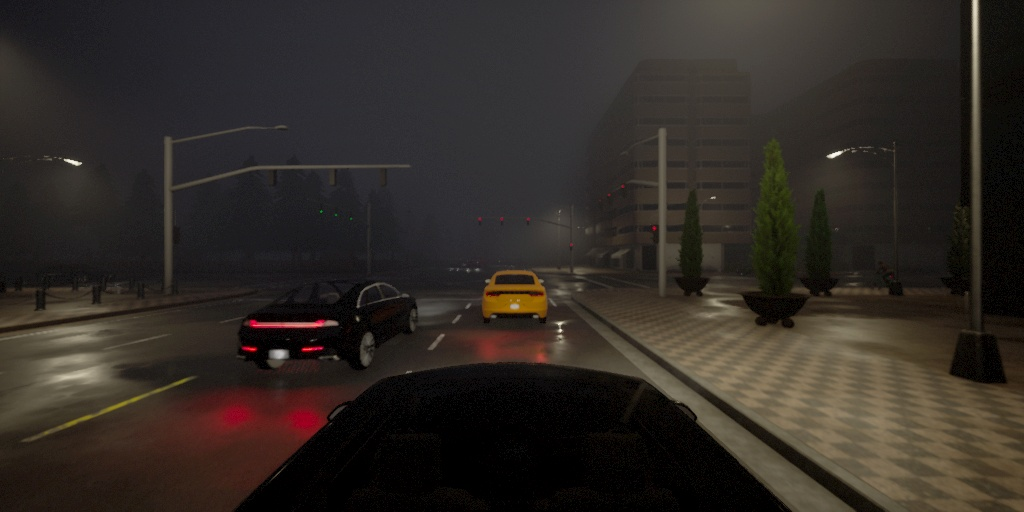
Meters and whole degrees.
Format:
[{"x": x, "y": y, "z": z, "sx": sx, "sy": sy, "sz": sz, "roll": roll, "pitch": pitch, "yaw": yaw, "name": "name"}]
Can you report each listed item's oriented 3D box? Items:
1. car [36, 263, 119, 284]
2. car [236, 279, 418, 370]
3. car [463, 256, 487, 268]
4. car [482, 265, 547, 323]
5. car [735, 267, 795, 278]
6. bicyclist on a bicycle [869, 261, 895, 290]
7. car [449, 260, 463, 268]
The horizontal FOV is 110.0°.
[{"x": -33.259, "y": 1.322, "z": 27.489, "sx": 4.892, "sy": 1.490, "sz": 1.837, "roll": 0, "pitch": 0, "yaw": 0, "name": "car"}, {"x": -3.433, "y": 1.244, "z": 7.729, "sx": 2.128, "sy": 1.511, "sz": 4.902, "roll": 0, "pitch": 0, "yaw": 0, "name": "car"}, {"x": -5.794, "y": 0.998, "z": 59.987, "sx": 2.150, "sy": 2.045, "sz": 5.566, "roll": 0, "pitch": 0, "yaw": 14, "name": "car"}, {"x": 0.084, "y": 1.233, "z": 12.203, "sx": 1.882, "sy": 1.535, "sz": 5.008, "roll": 0, "pitch": 0, "yaw": 0, "name": "car"}, {"x": 24.600, "y": 1.421, "z": 34.998, "sx": 4.718, "sy": 1.301, "sz": 1.895, "roll": 0, "pitch": 0, "yaw": 0, "name": "car"}, {"x": 20.245, "y": 1.114, "z": 19.492, "sx": 0.582, "sy": 1.620, "sz": 1.656, "roll": 0, "pitch": 0, "yaw": 0, "name": "bicyclist on a bicycle"}, {"x": -8.992, "y": 1.326, "z": 61.832, "sx": 2.033, "sy": 1.411, "sz": 5.357, "roll": 0, "pitch": 0, "yaw": 14, "name": "car"}]
